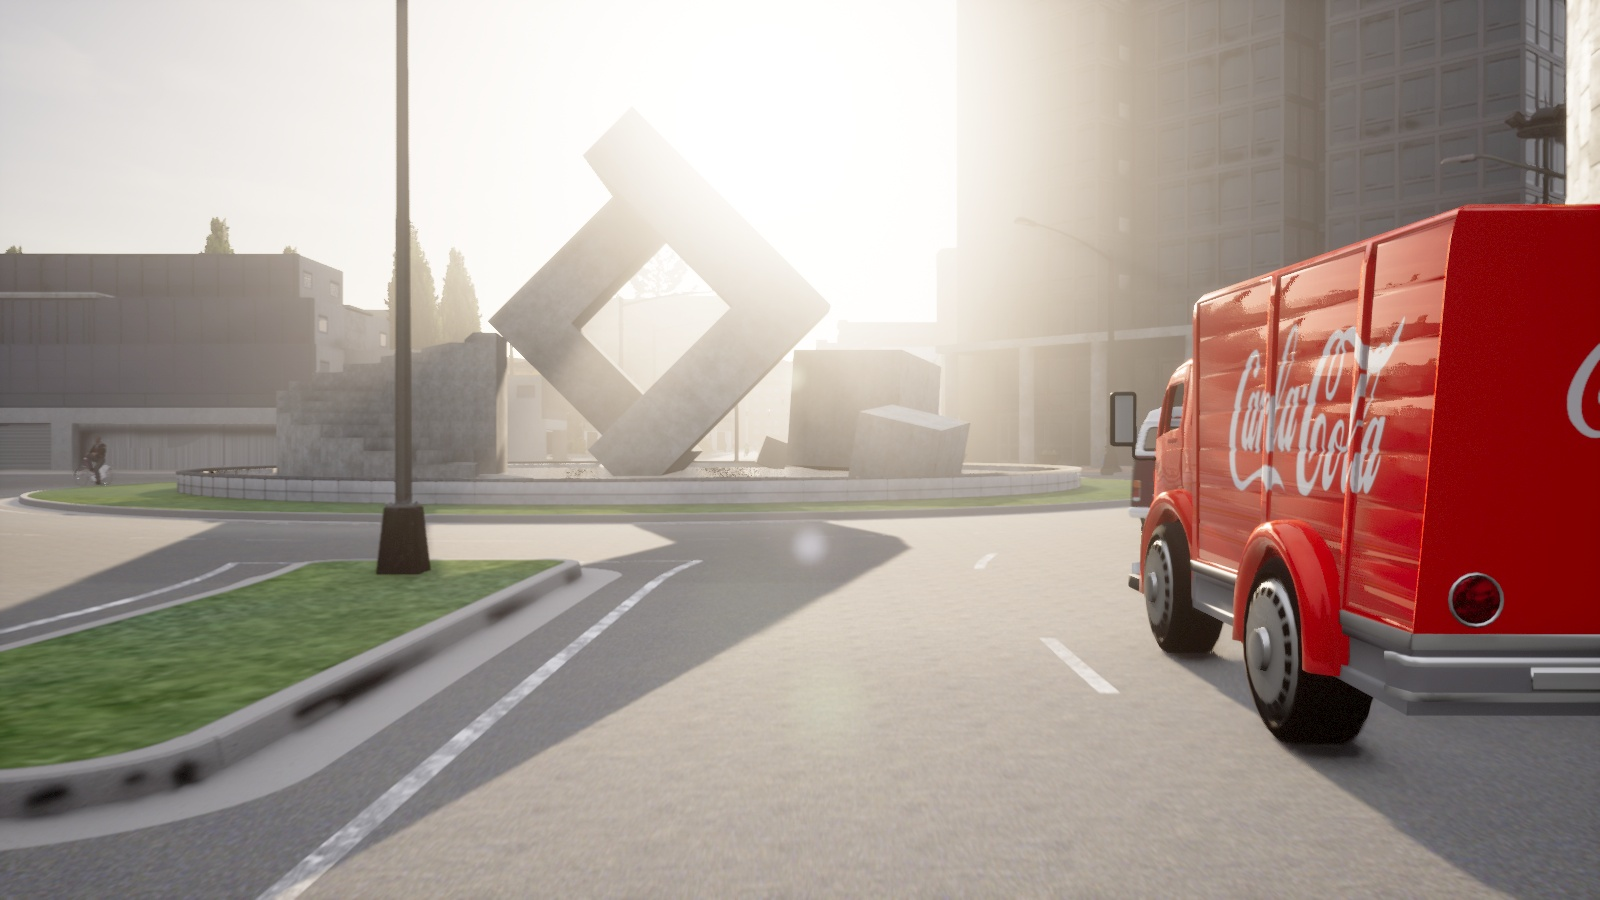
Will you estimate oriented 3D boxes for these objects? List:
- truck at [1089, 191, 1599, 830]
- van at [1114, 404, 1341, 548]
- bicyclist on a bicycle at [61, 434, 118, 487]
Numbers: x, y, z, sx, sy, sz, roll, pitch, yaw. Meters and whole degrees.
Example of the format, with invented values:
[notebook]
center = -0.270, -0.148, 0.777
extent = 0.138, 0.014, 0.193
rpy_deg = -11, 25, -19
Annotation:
[truck]
center = 3.597, 0.221, 7.444
extent = 2.627, 2.467, 5.204
rpy_deg = 0, 0, 1
[van]
center = 6.947, 0.362, 20.090
extent = 2.069, 2.038, 4.480
rpy_deg = 0, 0, 38
[bicyclist on a bicycle]
center = -24.635, 0.352, 43.575
extent = 0.659, 1.776, 1.843
rpy_deg = 1, 0, 11
